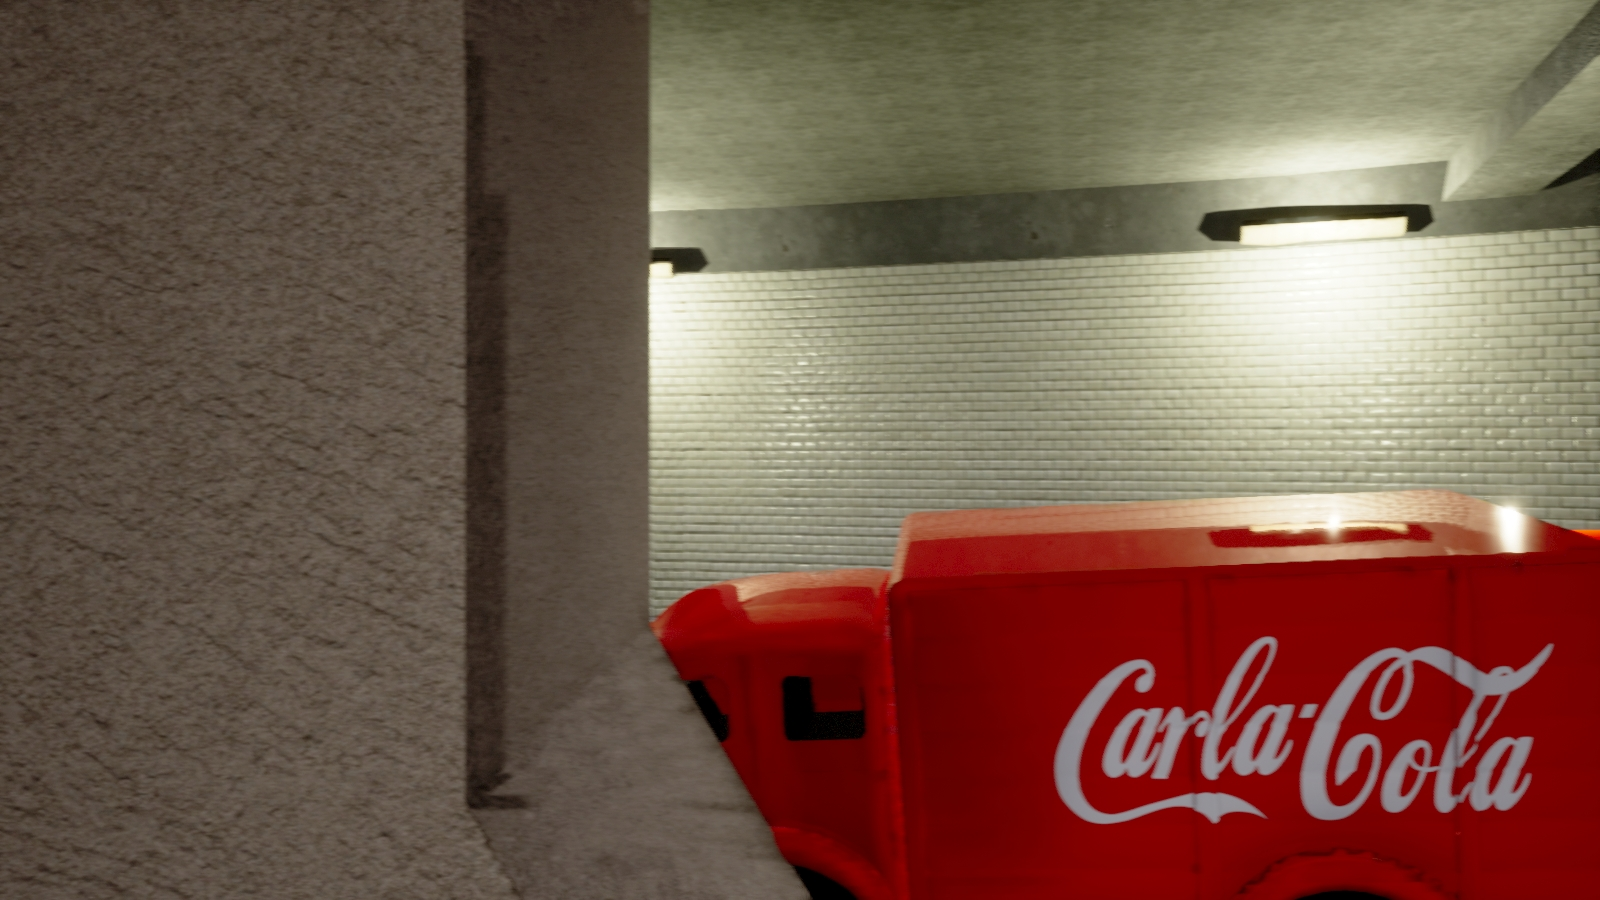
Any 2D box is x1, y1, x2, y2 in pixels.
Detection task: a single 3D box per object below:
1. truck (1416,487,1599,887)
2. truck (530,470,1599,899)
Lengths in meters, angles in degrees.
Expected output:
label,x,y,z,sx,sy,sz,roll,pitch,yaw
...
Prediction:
label,x,y,z,sx,sy,sz,roll,pitch,yaw
truck,7.233,1.562,7.775,5.204,2.467,2.627,0,0,25
truck,1.513,1.663,6.649,5.204,2.467,2.627,-4,6,8
